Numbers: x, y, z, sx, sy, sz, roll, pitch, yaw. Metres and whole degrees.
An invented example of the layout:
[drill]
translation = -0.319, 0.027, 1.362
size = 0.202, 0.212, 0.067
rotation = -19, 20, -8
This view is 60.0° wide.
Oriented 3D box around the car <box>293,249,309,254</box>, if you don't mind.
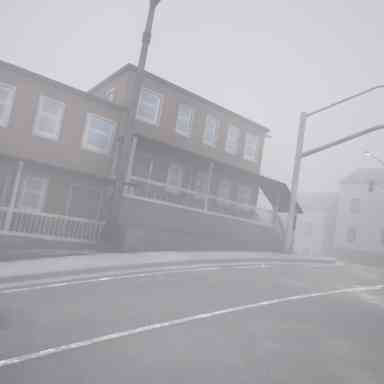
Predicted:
[car]
translation = 8.813, 5.843, 30.355
size = 2.128, 1.511, 4.902
rotation = 13, -16, -34
